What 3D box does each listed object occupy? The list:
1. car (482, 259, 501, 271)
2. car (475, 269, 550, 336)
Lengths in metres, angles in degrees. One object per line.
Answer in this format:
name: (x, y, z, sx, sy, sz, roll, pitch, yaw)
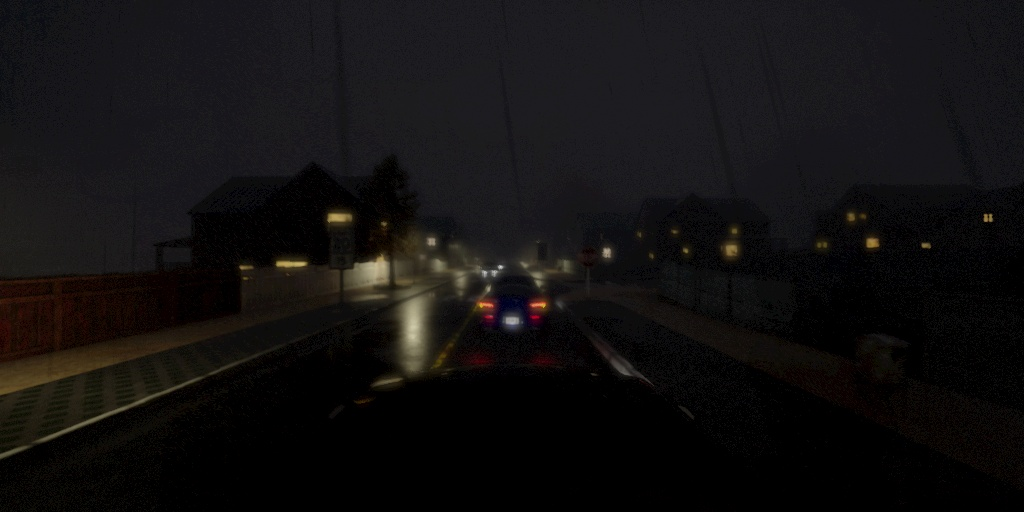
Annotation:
car: (-2.829, 1.267, 47.028, 1.994, 1.385, 4.181, 0, 0, 0)
car: (0.031, 1.268, 10.228, 1.812, 1.442, 4.674, 0, 0, 1)
